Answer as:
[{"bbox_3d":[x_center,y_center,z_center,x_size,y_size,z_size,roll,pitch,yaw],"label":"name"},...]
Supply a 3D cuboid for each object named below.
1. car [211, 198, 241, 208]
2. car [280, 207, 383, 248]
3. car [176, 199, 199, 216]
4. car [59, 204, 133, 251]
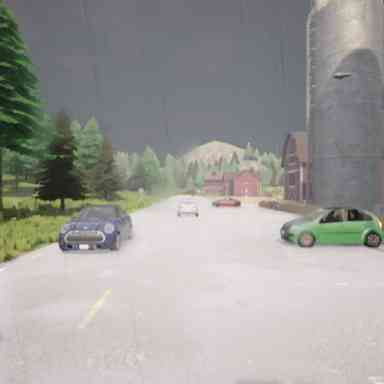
[{"bbox_3d":[4.833,1.481,47.096,4.181,1.381,1.994,0,0,-1],"label":"car"},{"bbox_3d":[5.824,1.463,14.099,3.988,1.617,1.851,0,0,-1],"label":"car"},{"bbox_3d":[-0.385,1.479,31.719,1.812,1.442,4.674,0,0,-1],"label":"car"},{"bbox_3d":[-3.809,1.333,13.872,2.097,1.767,4.553,0,0,-1],"label":"car"}]
